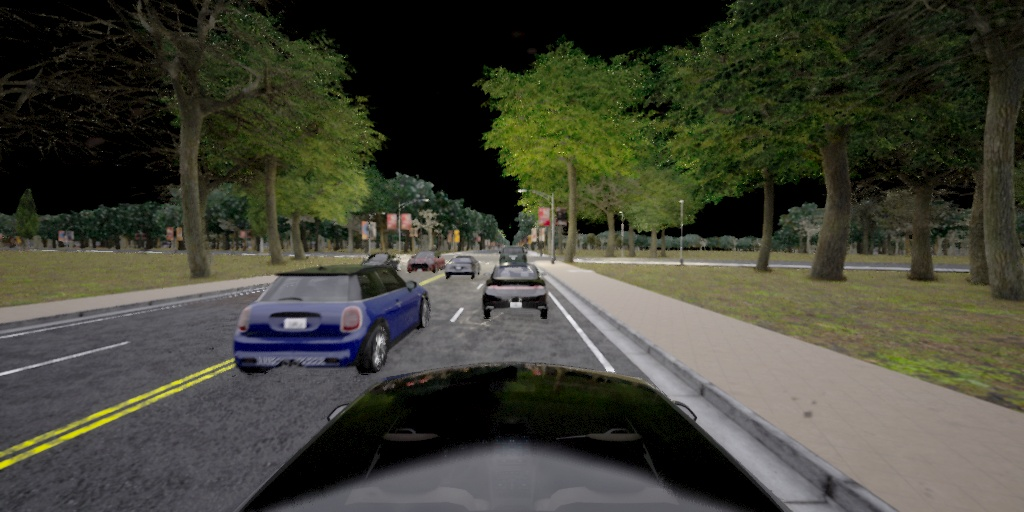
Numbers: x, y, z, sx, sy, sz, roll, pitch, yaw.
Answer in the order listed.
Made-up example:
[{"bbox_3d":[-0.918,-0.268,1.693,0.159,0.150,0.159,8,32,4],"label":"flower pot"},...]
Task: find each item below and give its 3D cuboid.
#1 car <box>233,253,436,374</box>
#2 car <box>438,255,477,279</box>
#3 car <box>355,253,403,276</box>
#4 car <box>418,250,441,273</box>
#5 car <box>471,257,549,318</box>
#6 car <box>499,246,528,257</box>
[{"bbox_3d":[-3.150,0.940,7.338,2.097,1.767,4.553,0,2,0],"label":"car"},{"bbox_3d":[-3.150,0.681,23.590,2.033,1.411,5.357,0,2,0],"label":"car"},{"bbox_3d":[-9.846,0.545,26.982,1.837,1.490,4.892,0,2,0],"label":"car"},{"bbox_3d":[-6.594,0.370,27.804,2.097,1.767,4.553,0,2,0],"label":"car"},{"bbox_3d":[0.101,0.961,11.542,2.128,1.511,4.902,0,2,0],"label":"car"},{"bbox_3d":[0.096,0.203,29.076,2.150,2.045,5.566,0,1,0],"label":"car"}]
